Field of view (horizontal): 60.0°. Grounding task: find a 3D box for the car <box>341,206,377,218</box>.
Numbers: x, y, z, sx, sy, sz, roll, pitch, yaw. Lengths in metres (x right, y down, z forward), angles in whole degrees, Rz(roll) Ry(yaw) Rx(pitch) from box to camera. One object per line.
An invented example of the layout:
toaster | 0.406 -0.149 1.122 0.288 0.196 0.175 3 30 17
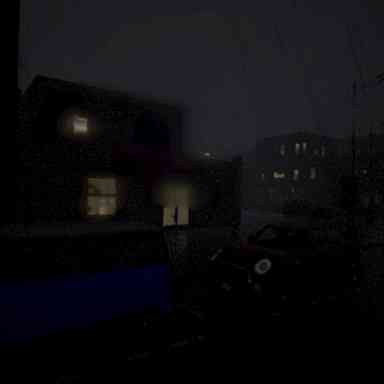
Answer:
car | 17.718 2.134 36.052 1.947 1.339 4.313 1 -1 -35

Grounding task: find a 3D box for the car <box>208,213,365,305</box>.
car | 2.359 1.502 8.225 4.097 1.590 1.967 1 1 -35

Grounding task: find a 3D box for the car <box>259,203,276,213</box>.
car | 11.295 2.202 45.308 1.752 1.417 4.829 1 -1 -35

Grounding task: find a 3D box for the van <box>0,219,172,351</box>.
van | -2.234 1.350 4.948 3.998 1.788 1.690 1 1 -35

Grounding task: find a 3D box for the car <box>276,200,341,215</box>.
car | 10.838 1.675 31.280 2.192 1.841 5.009 1 -1 -35

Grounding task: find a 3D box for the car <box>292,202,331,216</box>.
car | 14.556 2.062 40.613 1.967 1.590 4.097 1 -1 -35
